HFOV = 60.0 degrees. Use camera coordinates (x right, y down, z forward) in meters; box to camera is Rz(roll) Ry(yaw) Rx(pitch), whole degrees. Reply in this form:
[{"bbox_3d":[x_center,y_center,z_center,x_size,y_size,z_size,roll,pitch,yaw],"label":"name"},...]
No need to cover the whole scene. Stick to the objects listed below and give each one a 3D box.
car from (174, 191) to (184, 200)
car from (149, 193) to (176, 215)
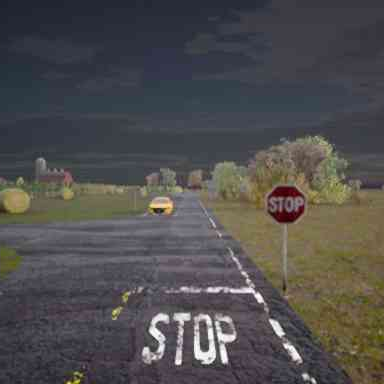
[{"bbox_3d":[-2.733,0.641,65.034,2.097,1.767,4.553,0,0,0],"label":"car"},{"bbox_3d":[-2.739,1.222,30.016,1.882,1.535,5.008,0,2,0],"label":"car"}]
